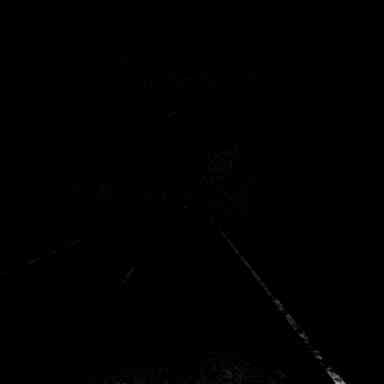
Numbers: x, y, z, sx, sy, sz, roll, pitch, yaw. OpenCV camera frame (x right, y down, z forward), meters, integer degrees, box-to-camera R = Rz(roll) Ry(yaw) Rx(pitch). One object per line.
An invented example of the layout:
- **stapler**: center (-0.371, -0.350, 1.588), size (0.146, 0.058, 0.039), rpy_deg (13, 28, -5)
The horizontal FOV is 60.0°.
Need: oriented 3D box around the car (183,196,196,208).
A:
- **car**: center (-0.422, 1.811, 53.305), size (1.994, 1.385, 4.181), rpy_deg (0, 0, -1)
